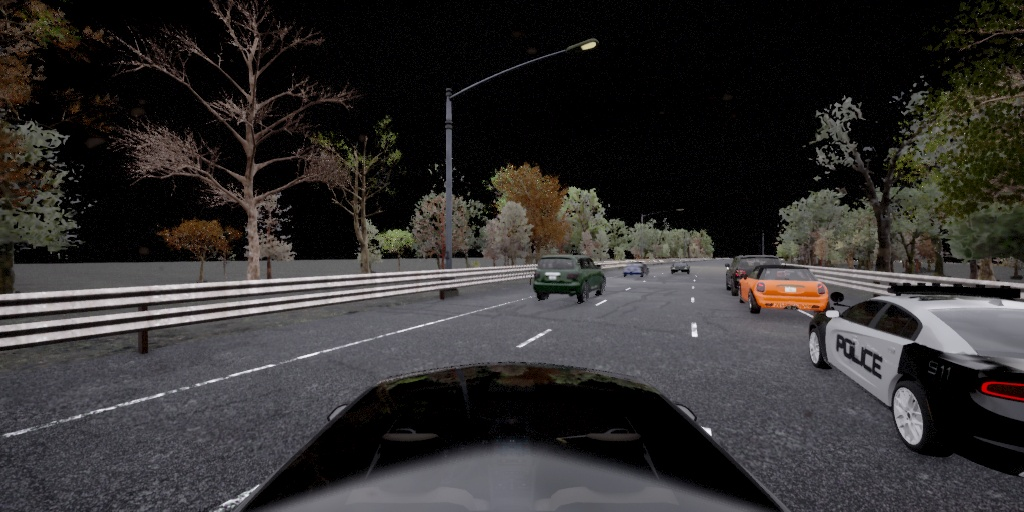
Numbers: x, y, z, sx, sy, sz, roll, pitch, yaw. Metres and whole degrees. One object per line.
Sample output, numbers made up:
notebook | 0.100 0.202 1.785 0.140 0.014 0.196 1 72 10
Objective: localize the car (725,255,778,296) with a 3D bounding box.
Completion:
car | 12.599 0.978 18.755 2.150 2.045 5.566 0 0 27

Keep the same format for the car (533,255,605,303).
car | 2.859 0.973 17.056 2.150 2.045 5.566 0 0 27

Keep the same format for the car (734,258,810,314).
car | 9.899 1.102 13.415 2.097 1.767 4.553 0 0 27

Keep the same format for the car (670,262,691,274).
car | 19.238 1.369 40.818 1.895 1.301 4.718 0 0 28

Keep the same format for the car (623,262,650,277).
car | 12.279 1.309 35.289 2.033 1.411 5.357 0 0 28

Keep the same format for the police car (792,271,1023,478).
police car | 5.596 1.175 4.682 1.930 1.638 5.238 0 0 26
